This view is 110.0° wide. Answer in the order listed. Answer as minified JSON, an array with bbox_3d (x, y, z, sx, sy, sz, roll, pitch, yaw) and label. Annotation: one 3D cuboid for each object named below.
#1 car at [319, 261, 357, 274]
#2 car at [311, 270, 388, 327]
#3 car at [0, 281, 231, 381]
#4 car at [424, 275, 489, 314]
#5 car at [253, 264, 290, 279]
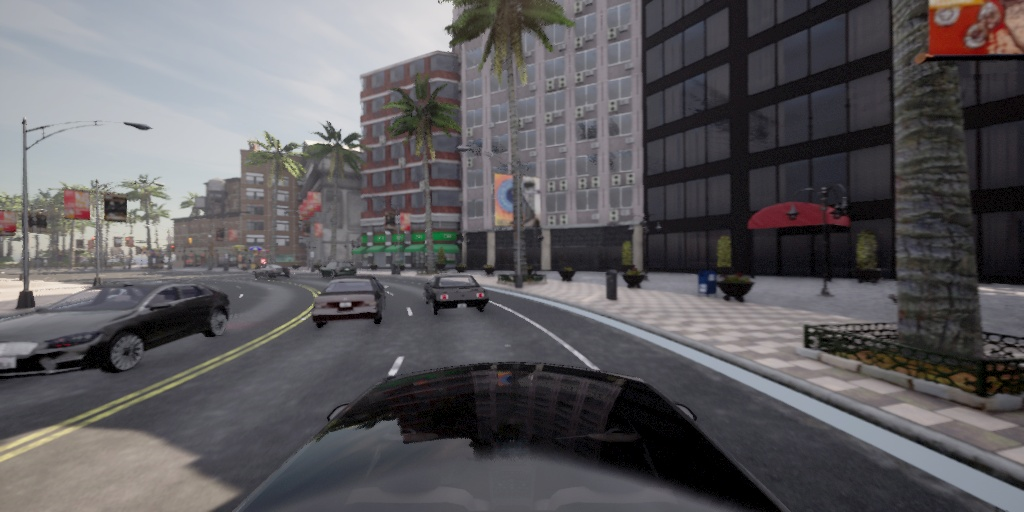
[{"bbox_3d":[-16.984,1.284,34.880,4.553,1.767,2.097,-1,0,42],"label":"car"},{"bbox_3d":[-5.233,1.353,11.959,2.033,1.411,5.357,-1,0,-18],"label":"car"},{"bbox_3d":[-8.097,1.328,7.661,2.128,1.511,4.902,-1,0,-13],"label":"car"},{"bbox_3d":[-2.362,1.377,14.039,1.895,1.301,4.718,-1,0,-19],"label":"car"},{"bbox_3d":[-24.006,1.531,35.857,4.674,1.442,1.812,-1,0,34],"label":"car"}]
